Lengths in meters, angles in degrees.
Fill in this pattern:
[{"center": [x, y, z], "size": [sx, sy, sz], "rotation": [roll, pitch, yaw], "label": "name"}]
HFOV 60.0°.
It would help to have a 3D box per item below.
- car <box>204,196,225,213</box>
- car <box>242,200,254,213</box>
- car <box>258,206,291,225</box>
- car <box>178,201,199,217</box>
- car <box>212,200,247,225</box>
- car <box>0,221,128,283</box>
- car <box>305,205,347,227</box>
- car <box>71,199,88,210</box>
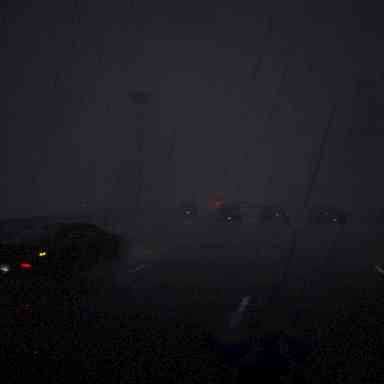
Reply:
[{"center": [2.805, 1.490, 40.415], "size": [2.150, 2.045, 5.566], "rotation": [0, 0, -4], "label": "car"}, {"center": [6.204, 1.775, 40.840], "size": [2.128, 1.511, 4.902], "rotation": [0, 0, -5], "label": "car"}, {"center": [6.372, 1.750, 26.008], "size": [1.994, 1.385, 4.181], "rotation": [0, -1, 4], "label": "car"}, {"center": [-0.368, 1.725, 34.227], "size": [1.837, 1.490, 4.892], "rotation": [0, 0, 0], "label": "car"}, {"center": [2.870, 1.670, 26.066], "size": [2.128, 1.511, 4.902], "rotation": [0, 0, 5], "label": "car"}, {"center": [-3.617, 1.577, 9.844], "size": [1.812, 1.442, 4.674], "rotation": [0, 0, 17], "label": "car"}, {"center": [9.750, 1.682, 24.514], "size": [2.128, 1.511, 4.902], "rotation": [0, 0, 5], "label": "car"}, {"center": [-15.811, 1.796, 47.023], "size": [1.837, 1.490, 4.892], "rotation": [0, 0, -13], "label": "car"}]
